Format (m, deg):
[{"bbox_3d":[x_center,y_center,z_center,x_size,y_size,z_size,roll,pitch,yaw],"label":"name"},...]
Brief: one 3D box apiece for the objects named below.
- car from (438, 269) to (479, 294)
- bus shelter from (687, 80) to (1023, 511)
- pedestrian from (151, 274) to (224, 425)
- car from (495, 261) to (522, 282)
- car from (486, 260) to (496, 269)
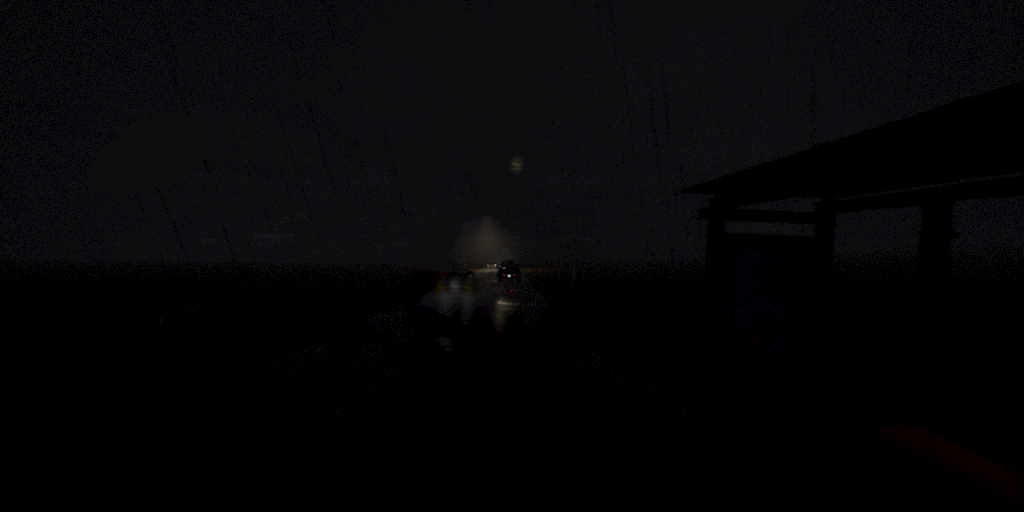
[{"bbox_3d":[-3.062,1.445,21.210,1.994,1.385,4.181,0,0,-1],"label":"car"},{"bbox_3d":[3.117,0.634,2.987,1.920,2.740,3.880,0,0,-1],"label":"bus shelter"},{"bbox_3d":[-3.763,1.066,4.158,0.375,1.860,0.375,-3,2,-11],"label":"pedestrian"},{"bbox_3d":[-0.233,1.423,30.930,1.837,1.490,4.892,0,-2,0],"label":"car"},{"bbox_3d":[-3.493,1.474,63.386,1.837,1.490,4.892,0,0,0],"label":"car"}]
